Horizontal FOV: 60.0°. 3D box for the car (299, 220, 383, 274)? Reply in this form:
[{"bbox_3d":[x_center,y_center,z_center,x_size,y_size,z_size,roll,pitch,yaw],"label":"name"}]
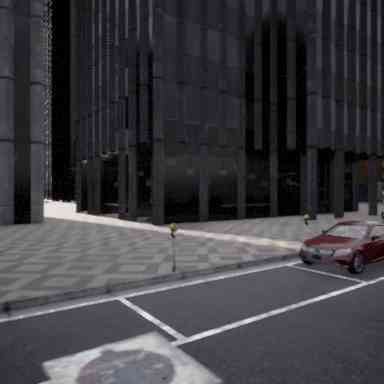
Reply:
[{"bbox_3d":[5.178,1.573,10.454,4.206,1.307,1.802,0,0,-35],"label":"car"}]
